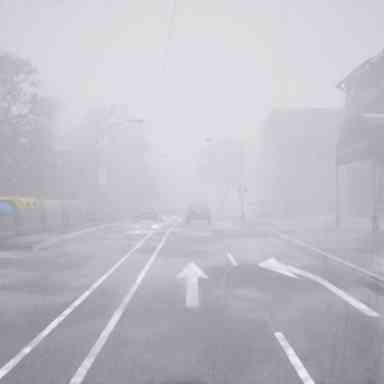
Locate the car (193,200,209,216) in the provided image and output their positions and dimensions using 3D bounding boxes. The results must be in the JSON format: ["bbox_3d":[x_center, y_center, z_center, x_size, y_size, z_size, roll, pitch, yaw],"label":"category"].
[{"bbox_3d":[1.238,2.257,47.761,2.150,2.045,5.566,0,-2,1],"label":"car"}]

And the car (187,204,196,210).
[{"bbox_3d":[-0.141,3.986,89.542,2.002,1.452,4.674,-2,0,6],"label":"car"}]

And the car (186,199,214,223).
[{"bbox_3d":[0.625,1.734,29.127,2.097,1.767,4.553,0,-2,2],"label":"car"}]

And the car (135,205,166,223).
[{"bbox_3d":[-3.818,1.913,29.866,1.837,1.490,4.892,0,-2,2],"label":"car"}]

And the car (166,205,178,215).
[{"bbox_3d":[-3.137,2.627,48.509,1.994,1.385,4.181,0,-2,2],"label":"car"}]
